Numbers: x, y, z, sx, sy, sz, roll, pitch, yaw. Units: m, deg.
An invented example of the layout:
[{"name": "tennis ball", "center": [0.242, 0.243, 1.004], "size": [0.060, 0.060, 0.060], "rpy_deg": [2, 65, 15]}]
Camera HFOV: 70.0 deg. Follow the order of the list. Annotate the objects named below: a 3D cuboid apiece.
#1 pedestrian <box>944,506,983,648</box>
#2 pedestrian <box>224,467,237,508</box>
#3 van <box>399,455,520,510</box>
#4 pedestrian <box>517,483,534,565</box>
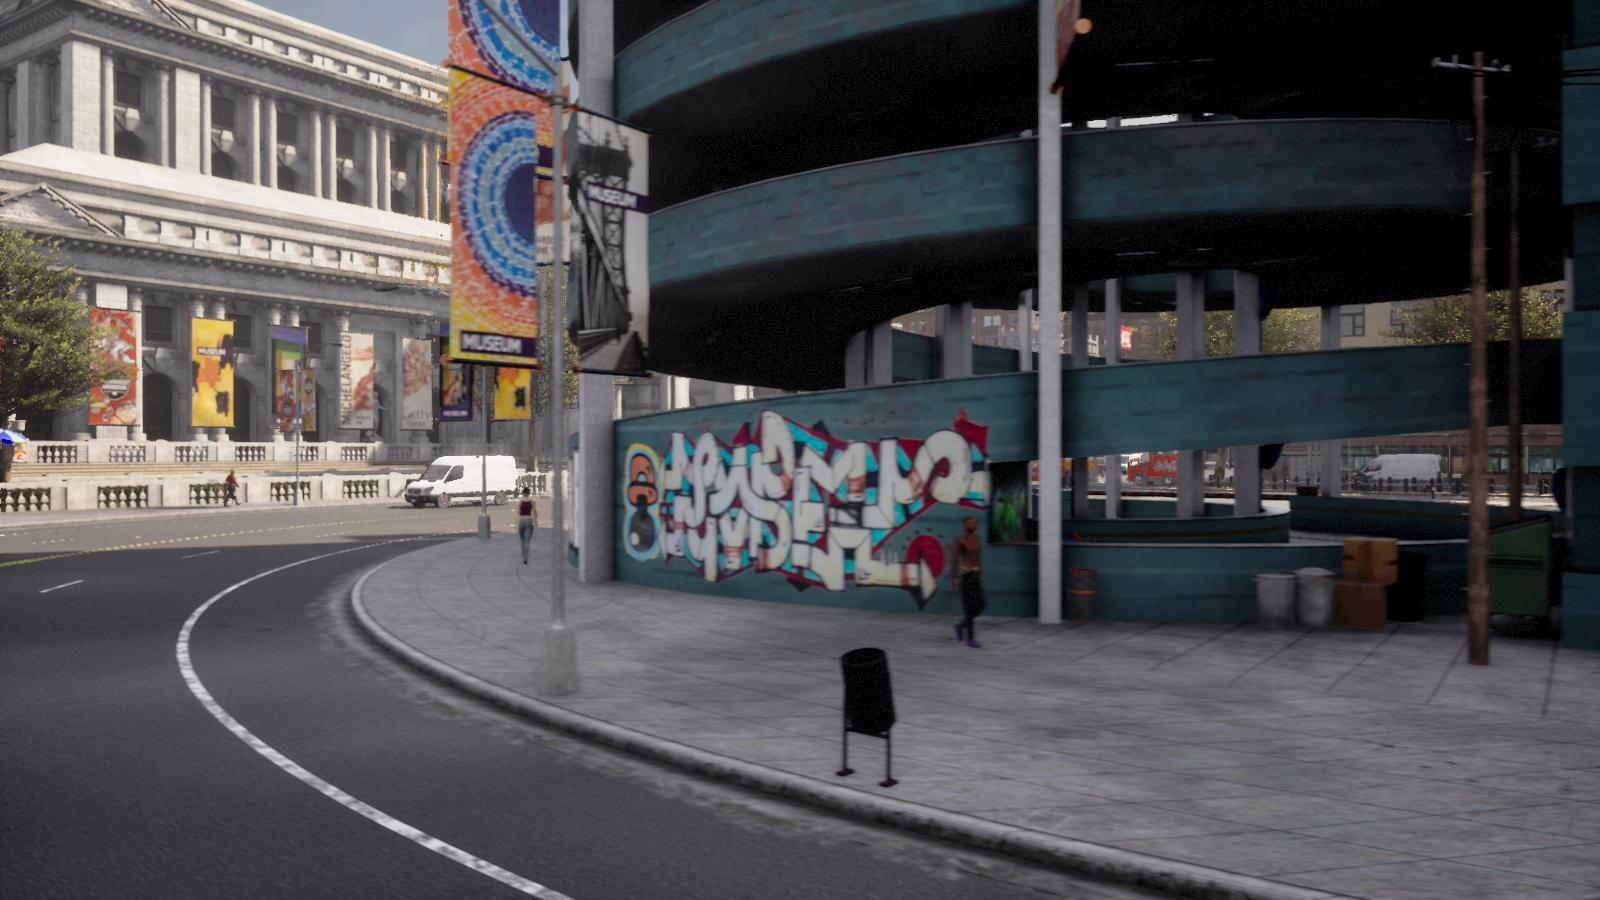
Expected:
[{"name": "pedestrian", "center": [2.210, 1.698, 15.441], "size": [0.375, 1.860, 0.375], "rpy_deg": [0, 0, -34]}, {"name": "pedestrian", "center": [-26.172, 1.707, 52.514], "size": [0.375, 1.860, 0.375], "rpy_deg": [0, 0, 24]}, {"name": "van", "center": [-16.859, 1.545, 56.933], "size": [1.988, 2.561, 5.915], "rpy_deg": [0, 0, 33]}, {"name": "pedestrian", "center": [-6.308, 1.701, 26.283], "size": [0.375, 1.860, 0.375], "rpy_deg": [0, 0, -13]}]
